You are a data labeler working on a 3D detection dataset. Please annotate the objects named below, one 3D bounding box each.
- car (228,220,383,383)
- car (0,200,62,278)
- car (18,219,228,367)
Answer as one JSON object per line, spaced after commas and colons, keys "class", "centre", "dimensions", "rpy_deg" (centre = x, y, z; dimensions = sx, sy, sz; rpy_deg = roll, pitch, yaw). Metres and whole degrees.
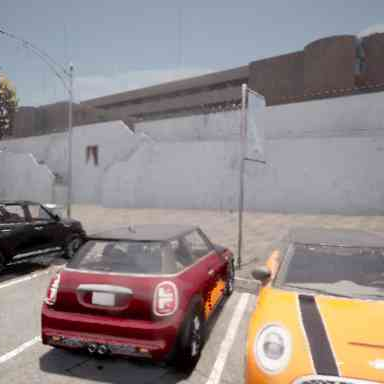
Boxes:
{"class": "car", "centre": [1.949, 1.362, 4.449], "dimensions": [2.185, 1.767, 4.553], "rpy_deg": [1, -1, 15]}
{"class": "car", "centre": [-5.393, 1.241, 9.676], "dimensions": [2.435, 2.045, 5.566], "rpy_deg": [0, -1, 16]}
{"class": "car", "centre": [-0.519, 1.360, 6.131], "dimensions": [2.185, 1.767, 4.553], "rpy_deg": [0, -1, 15]}
